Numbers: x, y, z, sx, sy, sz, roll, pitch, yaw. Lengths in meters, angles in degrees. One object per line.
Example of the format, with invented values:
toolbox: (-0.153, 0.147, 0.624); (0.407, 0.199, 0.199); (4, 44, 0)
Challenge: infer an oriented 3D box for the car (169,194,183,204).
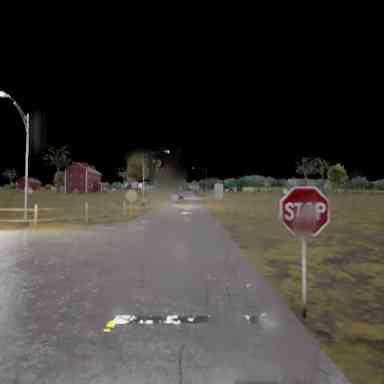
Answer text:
car: (-2.855, 1.247, 55.003); (1.812, 1.442, 4.674); (0, 2, 0)
